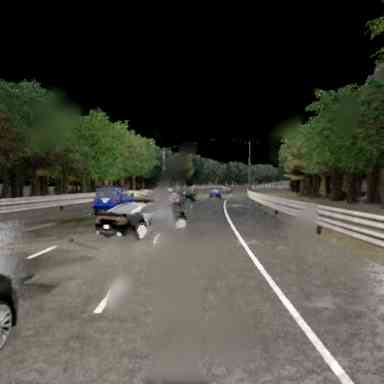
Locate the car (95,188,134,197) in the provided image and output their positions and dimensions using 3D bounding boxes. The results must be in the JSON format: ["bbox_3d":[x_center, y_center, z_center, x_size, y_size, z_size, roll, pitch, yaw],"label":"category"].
[{"bbox_3d":[-5.943,0.687,26.092,2.150,2.045,5.566,0,1,4],"label":"car"}]

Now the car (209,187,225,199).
[{"bbox_3d":[3.998,0.286,55.965,1.882,1.535,5.008,0,2,9],"label":"car"}]

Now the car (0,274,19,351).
[{"bbox_3d":[-3.483,1.436,2.957,2.128,1.511,4.902,0,1,1],"label":"car"}]

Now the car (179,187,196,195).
[{"bbox_3d":[-0.677,0.256,46.295,2.150,2.045,5.566,0,1,7],"label":"car"}]

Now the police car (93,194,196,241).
[{"bbox_3d":[-2.068,1.124,15.357,1.930,1.638,5.238,1,1,30],"label":"police car"}]

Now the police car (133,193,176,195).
[{"bbox_3d":[-2.662,1.004,24.652,2.038,1.542,4.974,0,1,4],"label":"police car"}]

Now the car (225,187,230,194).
[{"bbox_3d":[7.873,-0.376,77.647,2.128,1.511,4.902,0,2,12],"label":"car"}]

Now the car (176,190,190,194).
[{"bbox_3d":[-1.817,0.814,35.476,2.033,1.411,5.357,0,1,5],"label":"car"}]
